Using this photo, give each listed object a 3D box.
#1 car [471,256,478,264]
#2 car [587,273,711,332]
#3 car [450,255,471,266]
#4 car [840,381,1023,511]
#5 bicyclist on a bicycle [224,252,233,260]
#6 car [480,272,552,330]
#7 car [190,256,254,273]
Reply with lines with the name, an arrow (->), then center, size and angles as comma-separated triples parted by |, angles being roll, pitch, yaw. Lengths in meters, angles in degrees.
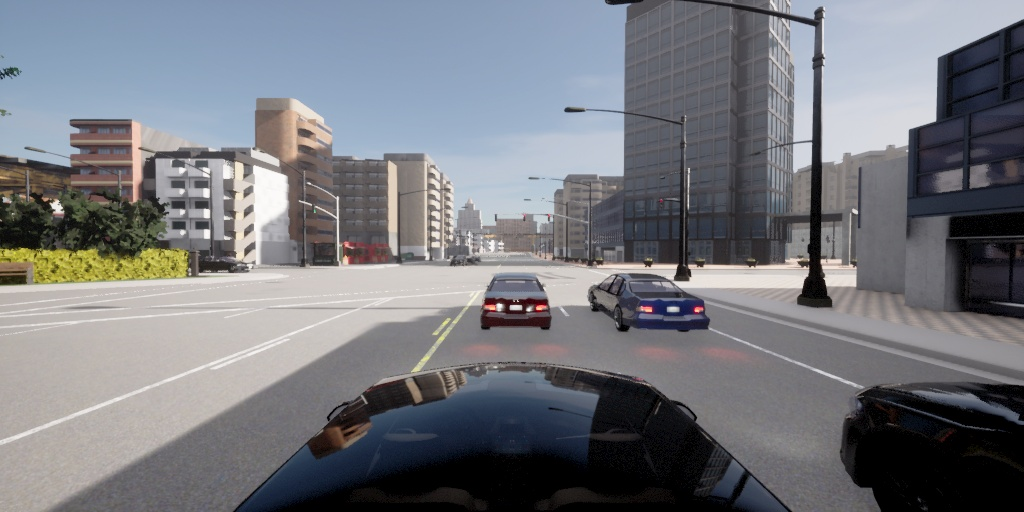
car -> -7.098, 0.611, 58.145 | 1.895, 1.301, 4.718 | 0, 0, 0
car -> 3.608, 1.208, 10.544 | 2.033, 1.411, 5.357 | 0, 1, 0
car -> -7.101, 0.588, 48.060 | 1.837, 1.490, 4.892 | 0, 0, 0
car -> 3.605, 1.254, 0.908 | 2.128, 1.511, 4.902 | 0, 0, 0
bicyclist on a bicycle -> -30.801, 0.393, 39.049 | 0.582, 1.620, 1.656 | 0, 1, 0
car -> 0.091, 1.195, 10.728 | 2.033, 1.411, 5.357 | 0, 1, 0
car -> -25.446, 0.736, 31.538 | 4.902, 1.511, 2.128 | 0, 1, 0
